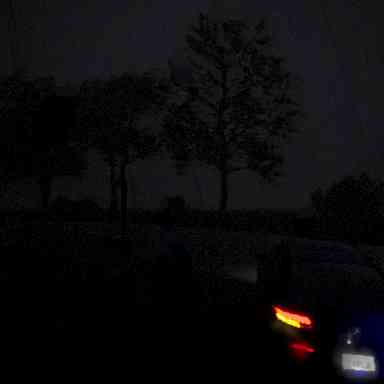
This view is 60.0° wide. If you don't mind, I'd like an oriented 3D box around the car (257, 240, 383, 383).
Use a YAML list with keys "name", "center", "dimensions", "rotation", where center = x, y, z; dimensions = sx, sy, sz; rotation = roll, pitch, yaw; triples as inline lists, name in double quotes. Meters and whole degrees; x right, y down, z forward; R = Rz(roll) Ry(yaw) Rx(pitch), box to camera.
- name: "car"
  center: [2.088, 1.531, 5.567]
  dimensions: [1.812, 1.442, 4.674]
  rotation: [0, 0, 11]
